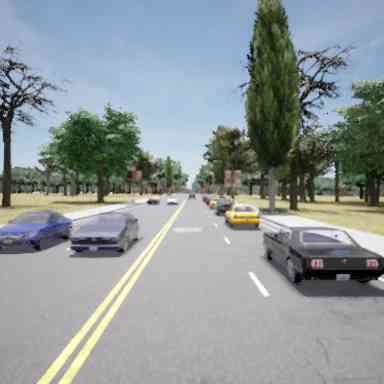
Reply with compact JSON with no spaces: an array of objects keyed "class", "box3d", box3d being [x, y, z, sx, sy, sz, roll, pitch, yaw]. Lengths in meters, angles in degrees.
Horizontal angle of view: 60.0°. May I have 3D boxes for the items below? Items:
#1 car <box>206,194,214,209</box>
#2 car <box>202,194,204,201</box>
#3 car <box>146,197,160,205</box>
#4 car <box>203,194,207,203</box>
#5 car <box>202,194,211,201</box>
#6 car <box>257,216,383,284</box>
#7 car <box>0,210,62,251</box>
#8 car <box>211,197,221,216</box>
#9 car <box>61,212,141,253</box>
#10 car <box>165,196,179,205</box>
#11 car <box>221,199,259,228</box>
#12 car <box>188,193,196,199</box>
[{"class":"car","box3d":[3.255,1.432,44.257,1.801,1.575,5.366,0,0,0]},{"class":"car","box3d":[3.258,1.326,66.095,2.163,1.488,4.792,0,0,0]},{"class":"car","box3d":[-6.538,1.504,56.258,1.895,1.301,4.718,0,0,1]},{"class":"car","box3d":[3.257,1.438,55.065,1.812,1.442,4.674,0,0,0]},{"class":"car","box3d":[3.260,1.213,77.066,1.882,1.535,5.008,0,0,0]},{"class":"car","box3d":[3.352,1.603,9.576,1.895,1.301,4.718,0,0,0]},{"class":"car","box3d":[-6.600,1.529,14.275,1.812,1.442,4.674,0,0,0]},{"class":"car","box3d":[3.253,1.508,33.070,1.837,1.490,4.892,0,0,0]},{"class":"car","box3d":[-3.350,1.551,13.967,2.033,1.411,5.357,0,0,0]},{"class":"car","box3d":[-3.290,1.430,56.091,1.812,1.442,4.674,0,1,1]},{"class":"car","box3d":[3.252,1.461,22.261,1.801,1.575,5.366,0,0,0]},{"class":"car","box3d":[0.012,1.009,86.188,1.882,1.535,5.008,0,0,0]}]
